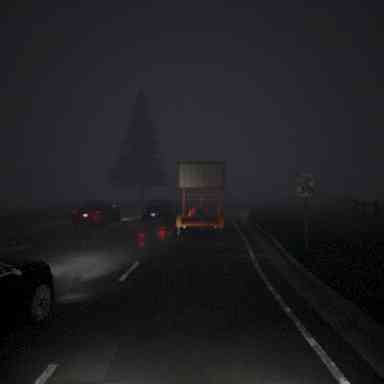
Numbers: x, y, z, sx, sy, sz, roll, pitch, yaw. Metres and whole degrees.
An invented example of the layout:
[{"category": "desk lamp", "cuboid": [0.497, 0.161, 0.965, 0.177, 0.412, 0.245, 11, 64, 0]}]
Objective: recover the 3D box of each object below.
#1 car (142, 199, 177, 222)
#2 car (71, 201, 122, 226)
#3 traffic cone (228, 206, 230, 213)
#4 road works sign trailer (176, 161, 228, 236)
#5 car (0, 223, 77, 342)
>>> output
[{"category": "car", "cuboid": [-2.180, 1.212, 23.056, 1.812, 1.442, 4.674, 0, 1, 6]}, {"category": "car", "cuboid": [-5.889, 1.279, 20.987, 1.994, 1.385, 4.181, 0, 1, 6]}, {"category": "traffic cone", "cuboid": [3.238, 1.553, 29.642, 0.340, 0.580, 0.340, 0, 1, 5]}, {"category": "road works sign trailer", "cuboid": [0.493, 0.235, 16.827, 2.380, 3.560, 2.880, 0, 1, 5]}, {"category": "car", "cuboid": [-3.370, 1.436, 3.945, 2.128, 1.511, 4.902, 0, 1, 1]}]
